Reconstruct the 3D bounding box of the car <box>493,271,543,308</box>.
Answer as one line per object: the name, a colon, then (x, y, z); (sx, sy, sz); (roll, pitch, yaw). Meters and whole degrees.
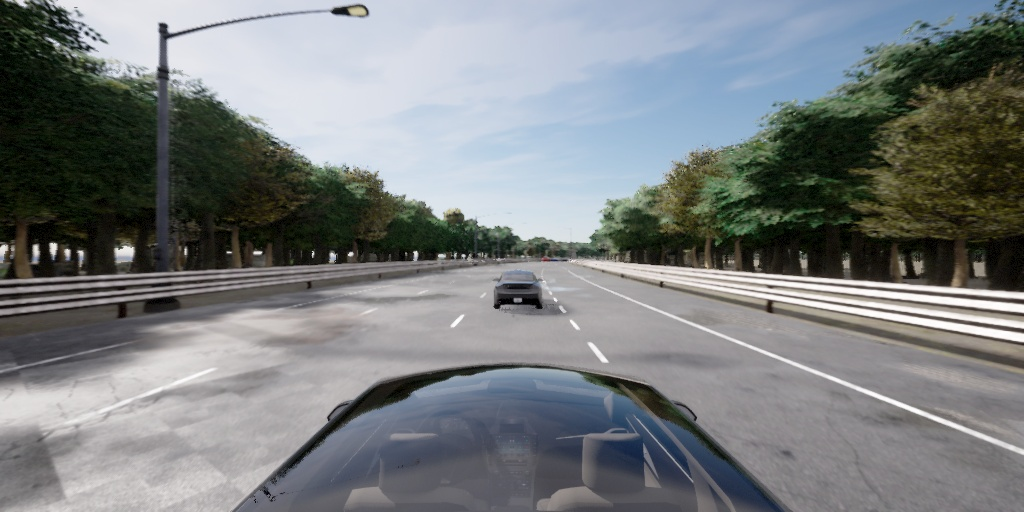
car: (0.257, 1.346, 15.180); (1.837, 1.490, 4.892); (0, -1, 1)
